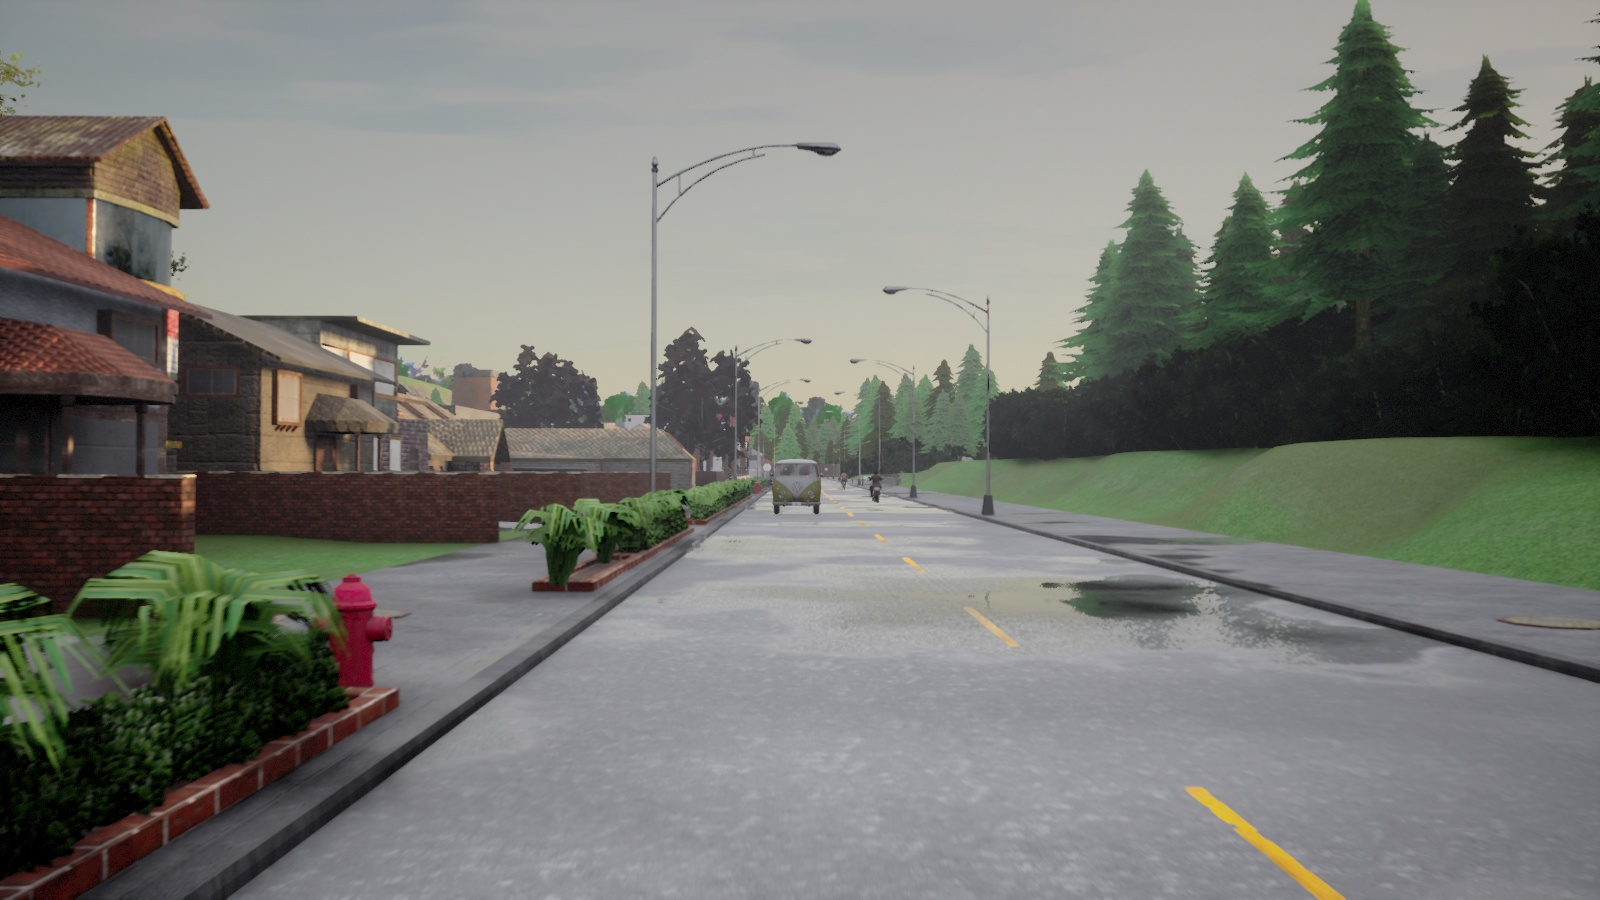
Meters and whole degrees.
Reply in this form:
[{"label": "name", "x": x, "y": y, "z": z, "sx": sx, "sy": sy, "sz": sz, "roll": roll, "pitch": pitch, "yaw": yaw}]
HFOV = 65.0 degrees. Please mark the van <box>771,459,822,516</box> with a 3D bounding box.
[{"label": "van", "x": -0.113, "y": 1.341, "z": 46.161, "sx": 1.775, "sy": 1.987, "sz": 4.442, "roll": 0, "pitch": -1, "yaw": 0}]
